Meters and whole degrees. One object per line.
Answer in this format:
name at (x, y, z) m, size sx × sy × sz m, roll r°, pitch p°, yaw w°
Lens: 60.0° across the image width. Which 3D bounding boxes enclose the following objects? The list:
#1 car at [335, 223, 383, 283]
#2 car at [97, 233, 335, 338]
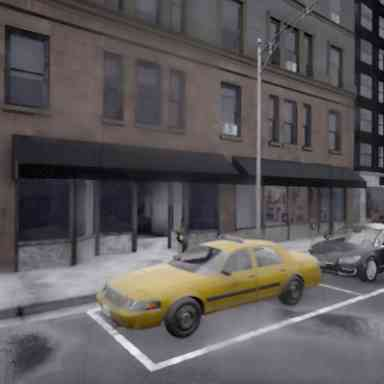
car at (5.167, 1.641, 9.871) m, size 4.403 × 1.369 × 2.008 m, roll 1°, pitch 0°, yaw -35°
car at (0.621, 1.565, 6.631) m, size 4.829 × 1.417 × 1.752 m, roll 1°, pitch 0°, yaw -35°
